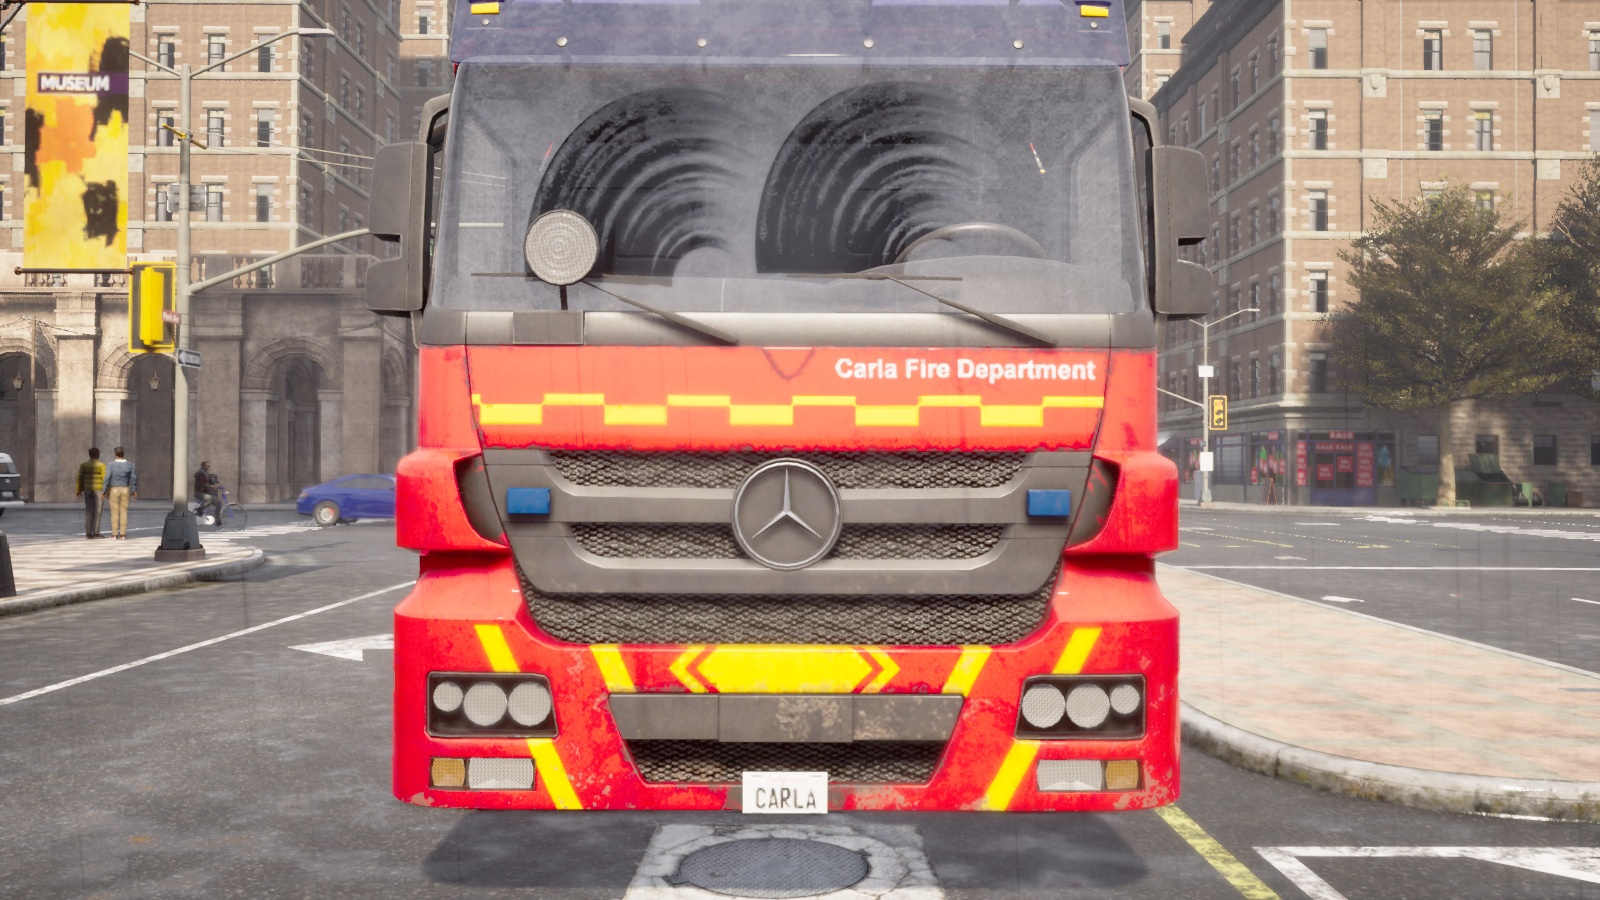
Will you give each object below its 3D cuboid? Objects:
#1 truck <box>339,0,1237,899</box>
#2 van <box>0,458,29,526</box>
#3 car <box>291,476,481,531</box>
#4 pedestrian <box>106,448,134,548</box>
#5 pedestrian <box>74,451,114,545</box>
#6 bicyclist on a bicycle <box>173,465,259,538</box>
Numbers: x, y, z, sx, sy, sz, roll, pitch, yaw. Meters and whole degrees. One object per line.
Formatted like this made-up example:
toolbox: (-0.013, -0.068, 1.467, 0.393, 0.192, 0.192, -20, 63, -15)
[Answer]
truck: (-0.054, -0.211, 8.305, 2.891, 3.827, 8.468, 0, -1, 0)
van: (-26.294, 1.282, 38.154, 4.480, 2.038, 2.069, 0, -1, 0)
car: (-11.391, 1.467, 34.775, 4.674, 1.442, 1.812, 0, -1, 0)
pedestrian: (-13.447, 0.941, 24.820, 0.423, 1.949, 0.788, 0, -1, -32)
pedestrian: (-14.035, 0.946, 24.985, 0.370, 1.835, 0.726, 0, -1, 0)
bicyclist on a bicycle: (-14.405, 1.262, 31.007, 1.843, 1.776, 0.659, -1, 0, 7)
